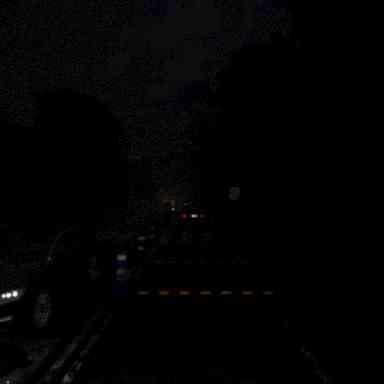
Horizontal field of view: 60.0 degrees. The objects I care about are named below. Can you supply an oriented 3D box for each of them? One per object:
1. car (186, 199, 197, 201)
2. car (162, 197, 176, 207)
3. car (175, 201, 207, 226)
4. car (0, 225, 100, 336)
[{"bbox_3d":[-0.036,1.558,42.781,2.033,1.411,5.357,0,0,0],"label":"car"},{"bbox_3d":[-3.522,1.472,50.689,1.882,1.535,5.008,0,0,0],"label":"car"},{"bbox_3d":[0.060,1.575,23.585,2.033,1.411,5.357,0,0,0],"label":"car"},{"bbox_3d":[-3.355,1.509,6.952,2.128,1.511,4.902,0,0,0],"label":"car"}]
